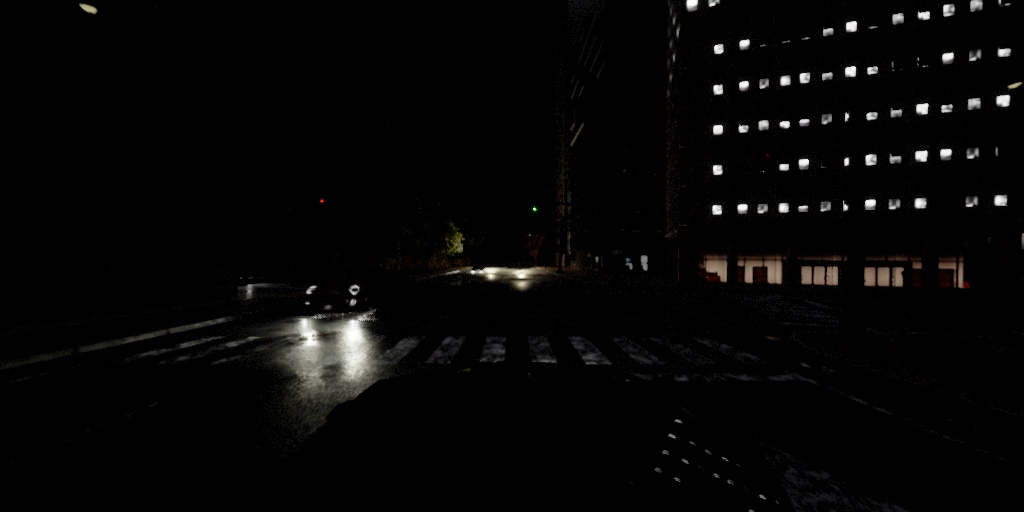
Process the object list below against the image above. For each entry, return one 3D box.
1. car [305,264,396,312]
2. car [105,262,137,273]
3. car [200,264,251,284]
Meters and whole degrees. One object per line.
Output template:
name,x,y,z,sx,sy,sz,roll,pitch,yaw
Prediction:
car,-6.497,1.243,14.901,2.097,1.767,4.553,0,-1,0
car,-35.019,1.349,32.289,4.892,1.490,1.837,1,1,21
car,-22.402,1.407,27.512,4.892,1.490,1.837,0,1,21
